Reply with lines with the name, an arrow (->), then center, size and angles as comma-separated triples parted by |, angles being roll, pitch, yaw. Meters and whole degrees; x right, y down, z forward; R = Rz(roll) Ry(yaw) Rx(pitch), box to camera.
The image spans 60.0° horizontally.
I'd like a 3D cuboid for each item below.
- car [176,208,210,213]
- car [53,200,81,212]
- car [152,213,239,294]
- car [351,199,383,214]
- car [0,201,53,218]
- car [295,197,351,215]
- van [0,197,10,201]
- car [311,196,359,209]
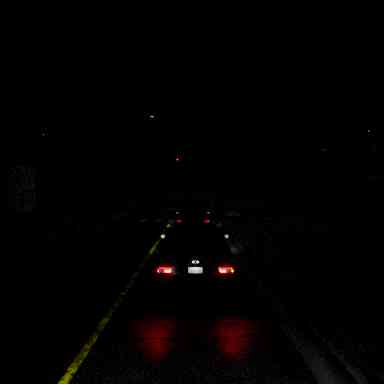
car -> 0.050, 1.549, 18.119 | 1.994, 1.385, 4.181 | 0, 0, 0
car -> -15.552, 1.584, 38.783 | 4.829, 1.417, 1.752 | -1, 1, 0
car -> 0.075, 1.542, 8.893 | 2.033, 1.411, 5.357 | 0, 0, 0
car -> 16.981, 1.341, 30.281 | 4.403, 1.369, 2.008 | -1, 1, 0
car -> -15.366, 1.727, 30.259 | 4.206, 1.307, 1.802 | -1, 1, 0
car -> 11.602, 1.418, 30.277 | 4.313, 1.339, 1.947 | -1, 1, 0
van -> -21.064, 1.456, 38.775 | 3.998, 1.788, 1.690 | -1, 1, 0
car -> 16.629, 1.232, 38.805 | 4.829, 1.417, 1.752 | -1, 1, 0
